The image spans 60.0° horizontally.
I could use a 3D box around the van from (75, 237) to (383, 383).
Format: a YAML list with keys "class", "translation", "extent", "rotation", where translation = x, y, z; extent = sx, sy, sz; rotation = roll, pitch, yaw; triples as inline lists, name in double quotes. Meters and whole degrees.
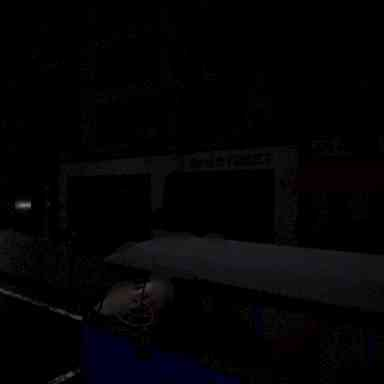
- class: "van"
  translation: [0.829, 1.341, 2.485]
  extent: [3.998, 1.788, 1.690]
  rotation: [0, 0, 36]
